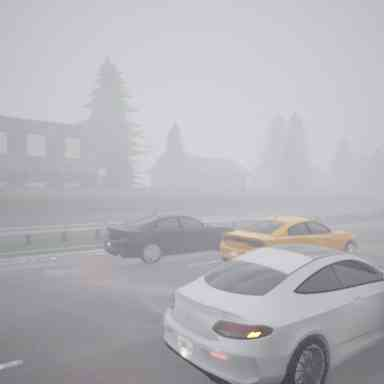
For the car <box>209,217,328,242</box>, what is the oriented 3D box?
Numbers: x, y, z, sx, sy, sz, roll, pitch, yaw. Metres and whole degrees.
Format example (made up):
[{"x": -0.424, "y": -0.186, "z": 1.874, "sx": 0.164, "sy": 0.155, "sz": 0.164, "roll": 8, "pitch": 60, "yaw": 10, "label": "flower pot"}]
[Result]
[{"x": 3.137, "y": 1.501, "z": 10.284, "sx": 5.008, "sy": 1.535, "sz": 1.882, "roll": 0, "pitch": 0, "yaw": -35, "label": "car"}]

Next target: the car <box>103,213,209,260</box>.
[{"x": -0.607, "y": 1.495, "z": 11.915, "sx": 5.008, "sy": 1.535, "sz": 1.882, "roll": 0, "pitch": 0, "yaw": -35, "label": "car"}]

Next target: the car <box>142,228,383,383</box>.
[{"x": 1.798, "y": 1.537, "z": 5.041, "sx": 4.674, "sy": 1.442, "sz": 1.812, "roll": 0, "pitch": 0, "yaw": -36, "label": "car"}]
